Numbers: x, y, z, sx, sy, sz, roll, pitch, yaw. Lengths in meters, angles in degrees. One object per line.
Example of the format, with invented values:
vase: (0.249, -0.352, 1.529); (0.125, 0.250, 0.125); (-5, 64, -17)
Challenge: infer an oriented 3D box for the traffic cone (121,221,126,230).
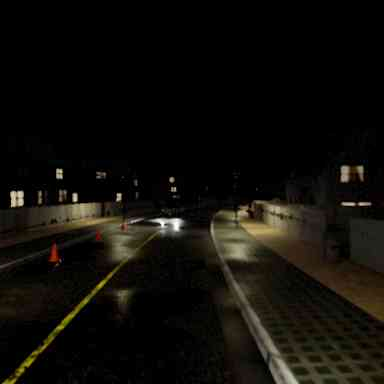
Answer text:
traffic cone: (-4.497, 2.191, 21.738); (0.340, 0.580, 0.340); (0, -1, 3)

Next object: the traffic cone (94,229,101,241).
traffic cone: (-4.706, 2.141, 16.680); (0.340, 0.580, 0.340); (0, -1, 2)

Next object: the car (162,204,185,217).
car: (-2.025, 1.992, 36.689); (1.895, 1.301, 4.718); (0, -1, 7)

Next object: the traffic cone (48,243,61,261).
traffic cone: (-4.789, 2.089, 11.617); (0.340, 0.580, 0.340); (0, -1, 0)
